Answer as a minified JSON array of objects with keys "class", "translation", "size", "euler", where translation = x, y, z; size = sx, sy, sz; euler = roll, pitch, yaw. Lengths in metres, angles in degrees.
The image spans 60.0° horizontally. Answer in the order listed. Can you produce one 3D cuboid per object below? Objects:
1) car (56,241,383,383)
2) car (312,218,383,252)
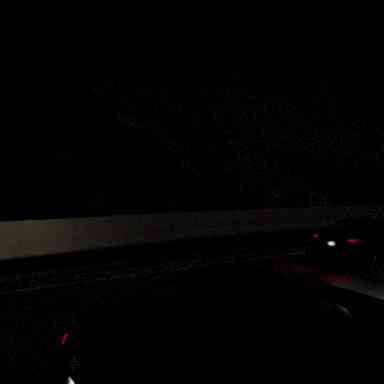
[{"class":"car","translation":[0.707,1.565,3.812],"size":[4.181,1.385,1.994],"euler":[0,0,-33]},{"class":"car","translation":[6.020,1.570,11.318],"size":[4.181,1.385,1.994],"euler":[0,0,-31]}]
